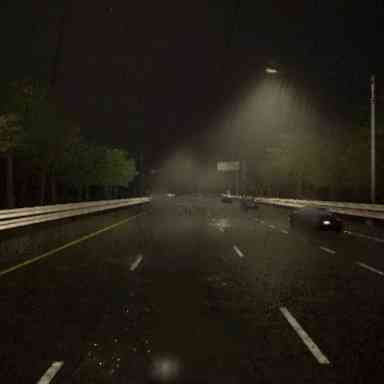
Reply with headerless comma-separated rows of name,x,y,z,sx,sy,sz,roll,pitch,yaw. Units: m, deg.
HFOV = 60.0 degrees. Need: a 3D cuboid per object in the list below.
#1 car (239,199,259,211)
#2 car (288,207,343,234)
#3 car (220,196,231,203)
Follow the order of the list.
car,7.073,1.572,41.315,2.033,1.411,5.357,0,0,0
car,7.011,1.574,19.310,1.994,1.385,4.181,0,0,0
car,7.245,1.599,71.722,1.994,1.385,4.181,0,0,0
